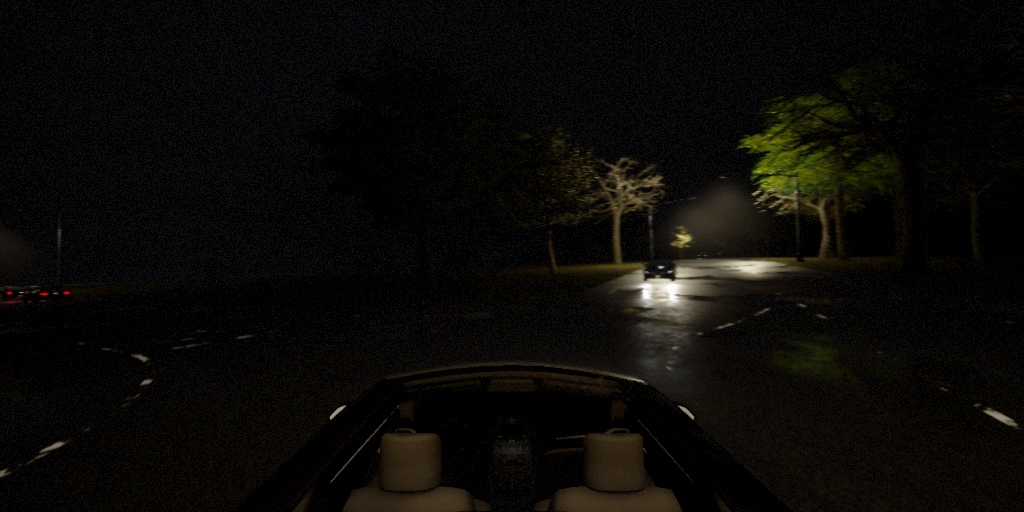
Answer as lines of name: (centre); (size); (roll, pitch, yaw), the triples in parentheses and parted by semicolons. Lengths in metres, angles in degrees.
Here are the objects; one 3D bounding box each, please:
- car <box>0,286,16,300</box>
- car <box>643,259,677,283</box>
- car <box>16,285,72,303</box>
car: (-48.412, 3.566, 34.938); (4.718, 1.301, 1.895); (-2, -2, 27)
car: (9.876, 0.910, 23.837); (1.812, 1.442, 4.674); (-2, 0, 27)
car: (-38.960, 3.155, 30.035); (5.357, 1.411, 2.033); (-2, -2, 27)
